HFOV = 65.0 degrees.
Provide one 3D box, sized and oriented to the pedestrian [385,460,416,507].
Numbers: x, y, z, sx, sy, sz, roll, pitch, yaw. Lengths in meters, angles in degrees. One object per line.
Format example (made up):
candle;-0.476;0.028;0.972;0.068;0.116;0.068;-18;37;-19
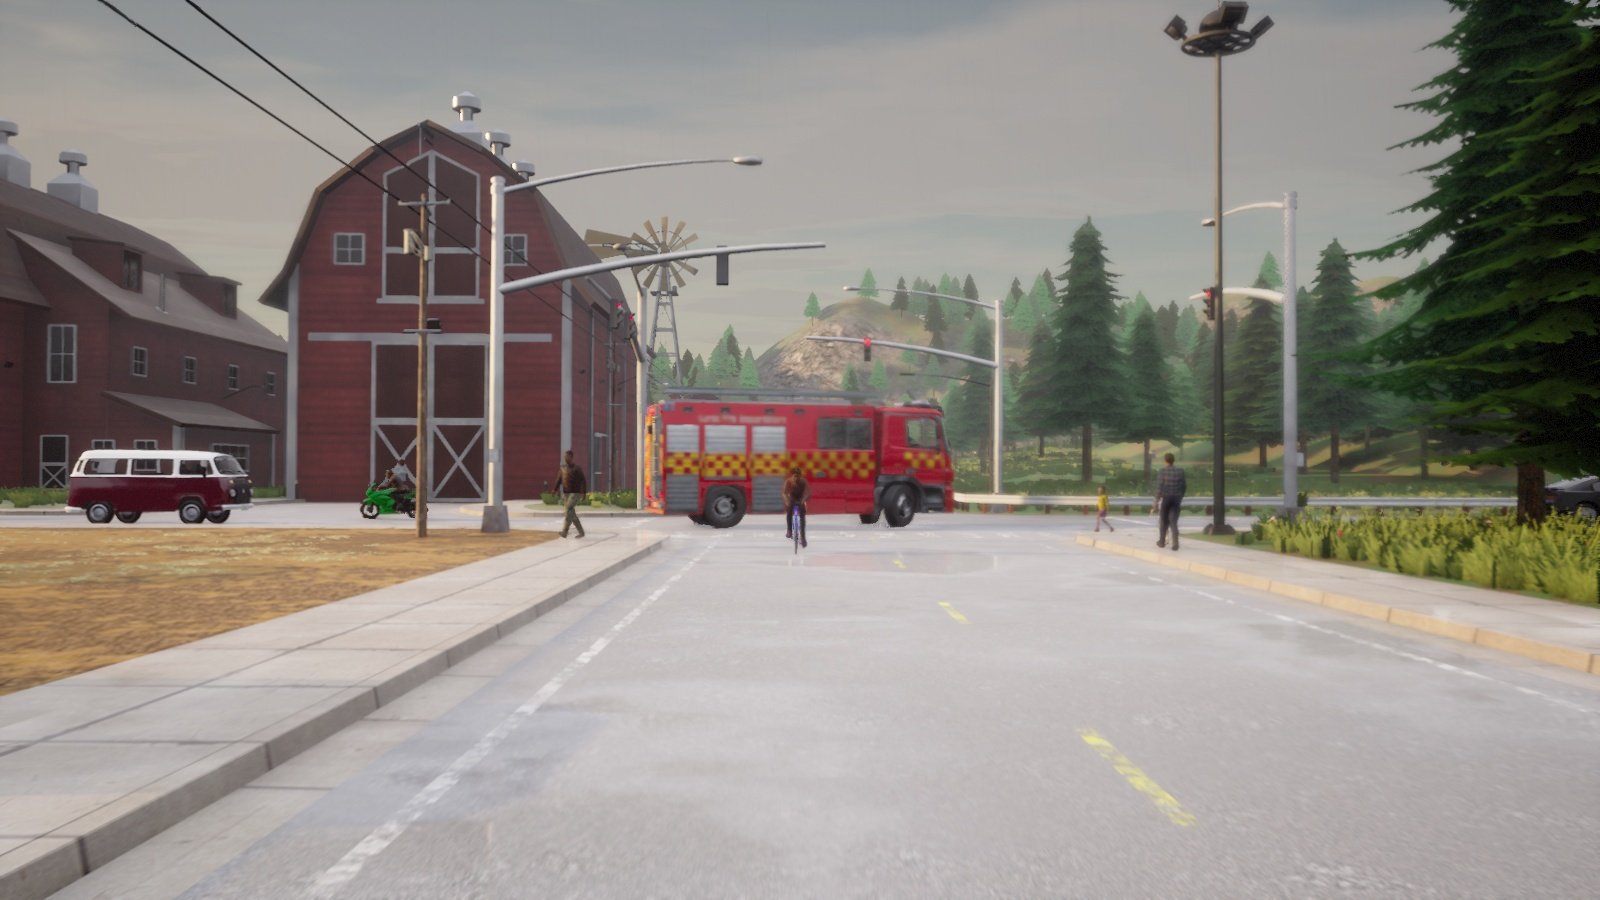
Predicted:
pedestrian;-16.089;1.344;50.588;0.900;1.855;0.874;0;-1;7

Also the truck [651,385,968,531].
truck;0.253;0.227;35.457;8.468;3.827;2.891;0;-1;-17

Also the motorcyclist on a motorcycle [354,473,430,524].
motorcyclist on a motorcycle;-12.297;1.451;37.865;2.044;1.523;0.797;0;-1;-1

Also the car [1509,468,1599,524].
car;22.850;1.261;35.089;5.008;1.535;1.882;0;-1;-1

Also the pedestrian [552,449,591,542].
pedestrian;-4.609;0.908;25.353;0.431;1.840;0.703;-1;-1;30

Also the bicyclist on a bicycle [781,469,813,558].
bicyclist on a bicycle;-0.058;1.165;23.753;0.582;1.620;1.656;0;-1;0

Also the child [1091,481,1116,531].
child;7.130;1.309;29.503;0.473;1.160;0.299;0;-1;-9

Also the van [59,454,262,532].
van;-17.353;1.150;34.263;4.480;2.038;2.069;0;-1;-1

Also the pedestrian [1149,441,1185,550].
pedestrian;6.697;0.826;22.923;0.423;1.949;0.788;0;-1;2
